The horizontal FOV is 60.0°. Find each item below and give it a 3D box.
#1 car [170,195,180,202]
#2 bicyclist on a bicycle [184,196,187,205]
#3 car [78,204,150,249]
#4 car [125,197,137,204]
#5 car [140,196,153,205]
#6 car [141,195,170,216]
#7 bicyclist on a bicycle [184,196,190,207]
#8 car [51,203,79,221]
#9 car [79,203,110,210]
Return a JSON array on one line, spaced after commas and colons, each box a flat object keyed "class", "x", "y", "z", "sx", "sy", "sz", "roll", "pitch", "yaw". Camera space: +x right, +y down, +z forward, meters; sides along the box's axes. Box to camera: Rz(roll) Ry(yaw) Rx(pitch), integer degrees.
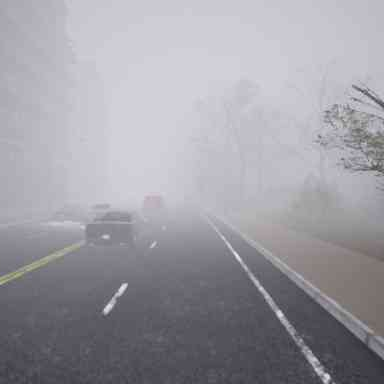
[{"class": "car", "x": -3.903, "y": 1.747, "z": 80.744, "sx": 1.994, "sy": 1.385, "sz": 4.181, "roll": 0, "pitch": 0, "yaw": -6}, {"class": "bicyclist on a bicycle", "x": -1.222, "y": 1.610, "z": 61.335, "sx": 0.582, "sy": 1.620, "sz": 1.656, "roll": 0, "pitch": -1, "yaw": -5}, {"class": "car", "x": -3.215, "y": 1.520, "z": 14.802, "sx": 1.882, "sy": 1.535, "sz": 5.008, "roll": 0, "pitch": 0, "yaw": -1}, {"class": "car", "x": -12.490, "y": 1.702, "z": 68.405, "sx": 1.994, "sy": 1.385, "sz": 4.181, "roll": 0, "pitch": 0, "yaw": -5}, {"class": "car", "x": -9.101, "y": 1.685, "z": 66.873, "sx": 2.128, "sy": 1.511, "sz": 4.902, "roll": 0, "pitch": 0, "yaw": -5}, {"class": "car", "x": -3.663, "y": 1.313, "z": 33.274, "sx": 2.150, "sy": 2.045, "sz": 5.566, "roll": 0, "pitch": 0, "yaw": -2}, {"class": "bicyclist on a bicycle", "x": -0.584, "y": 1.507, "z": 52.393, "sx": 0.659, "sy": 1.776, "sz": 1.843, "roll": 0, "pitch": 0, "yaw": -4}, {"class": "car", "x": -10.186, "y": 1.643, "z": 27.860, "sx": 1.994, "sy": 1.385, "sz": 4.181, "roll": 0, "pitch": 0, "yaw": -2}, {"class": "car", "x": -6.863, "y": 1.598, "z": 25.493, "sx": 1.812, "sy": 1.442, "sz": 4.674, "roll": 0, "pitch": 0, "yaw": -2}]
